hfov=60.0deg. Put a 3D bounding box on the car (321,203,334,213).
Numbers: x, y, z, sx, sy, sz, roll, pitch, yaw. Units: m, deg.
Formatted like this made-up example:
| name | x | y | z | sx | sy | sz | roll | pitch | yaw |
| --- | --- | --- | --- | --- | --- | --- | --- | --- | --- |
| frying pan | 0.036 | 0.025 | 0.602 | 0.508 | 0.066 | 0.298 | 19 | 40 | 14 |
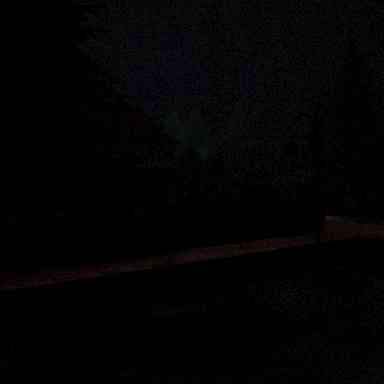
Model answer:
| name | x | y | z | sx | sy | sz | roll | pitch | yaw |
| --- | --- | --- | --- | --- | --- | --- | --- | --- | --- |
| car | 10.961 | 1.438 | 32.029 | 1.895 | 1.301 | 4.718 | 0 | 0 | -36 |
